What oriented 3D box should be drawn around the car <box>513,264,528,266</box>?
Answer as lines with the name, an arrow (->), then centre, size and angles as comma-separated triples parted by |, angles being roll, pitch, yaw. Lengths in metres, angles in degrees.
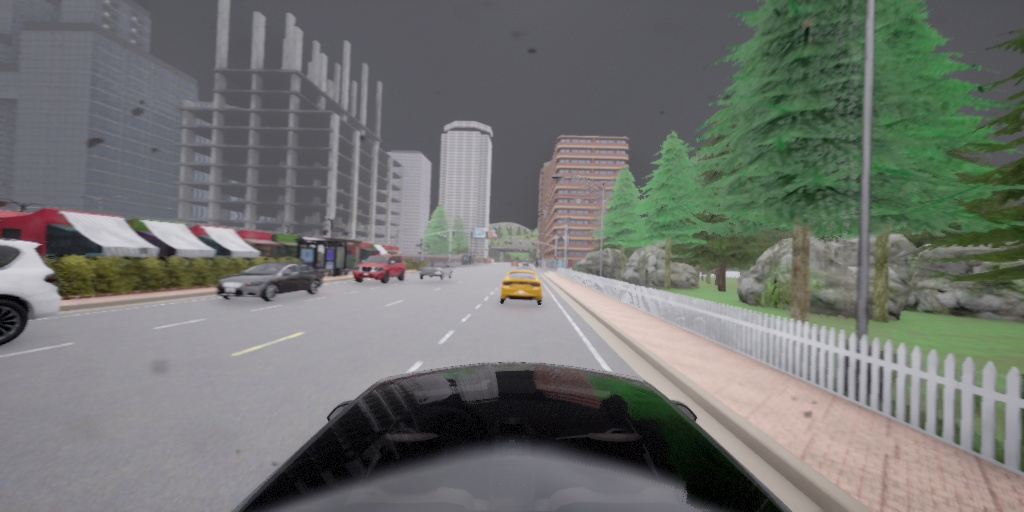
car -> 1.213, 1.796, 36.631 | 1.895, 1.301, 4.718 | 2, -1, 2

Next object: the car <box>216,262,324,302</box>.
car -> -10.200, 1.017, 15.569 | 2.128, 1.511, 4.902 | 2, -1, 2

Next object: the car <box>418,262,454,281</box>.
car -> -6.071, 1.148, 29.039 | 1.895, 1.301, 4.718 | 2, -1, 2

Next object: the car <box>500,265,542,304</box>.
car -> 0.490, 1.431, 17.877 | 1.882, 1.535, 5.008 | 2, -1, 2

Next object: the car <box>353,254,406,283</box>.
car -> -9.741, 0.893, 26.952 | 2.150, 2.045, 5.566 | 2, 0, 2

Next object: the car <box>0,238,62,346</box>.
car -> -10.597, 0.612, 5.134 | 2.150, 2.045, 5.566 | 2, -1, 2
